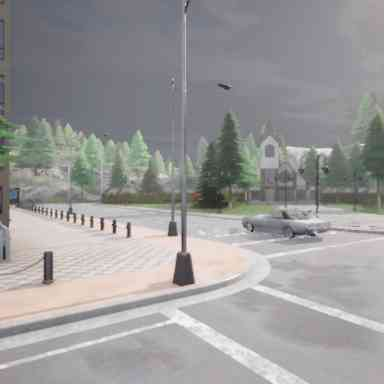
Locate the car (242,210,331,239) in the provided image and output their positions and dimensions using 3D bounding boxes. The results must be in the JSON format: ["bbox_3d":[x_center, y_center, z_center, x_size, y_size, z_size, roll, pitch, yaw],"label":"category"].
[{"bbox_3d":[4.678,1.583,17.342,1.895,1.301,4.718,0,0,-29],"label":"car"}]
